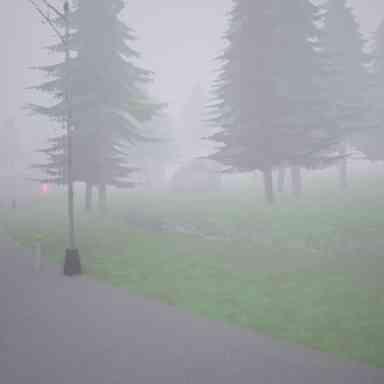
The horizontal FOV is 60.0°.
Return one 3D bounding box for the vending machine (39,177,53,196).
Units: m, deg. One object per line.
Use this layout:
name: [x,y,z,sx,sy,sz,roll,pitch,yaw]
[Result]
vending machine: [-17.895,-0.660,40.844,1.100,2.100,0.880,-7,-1,-4]
